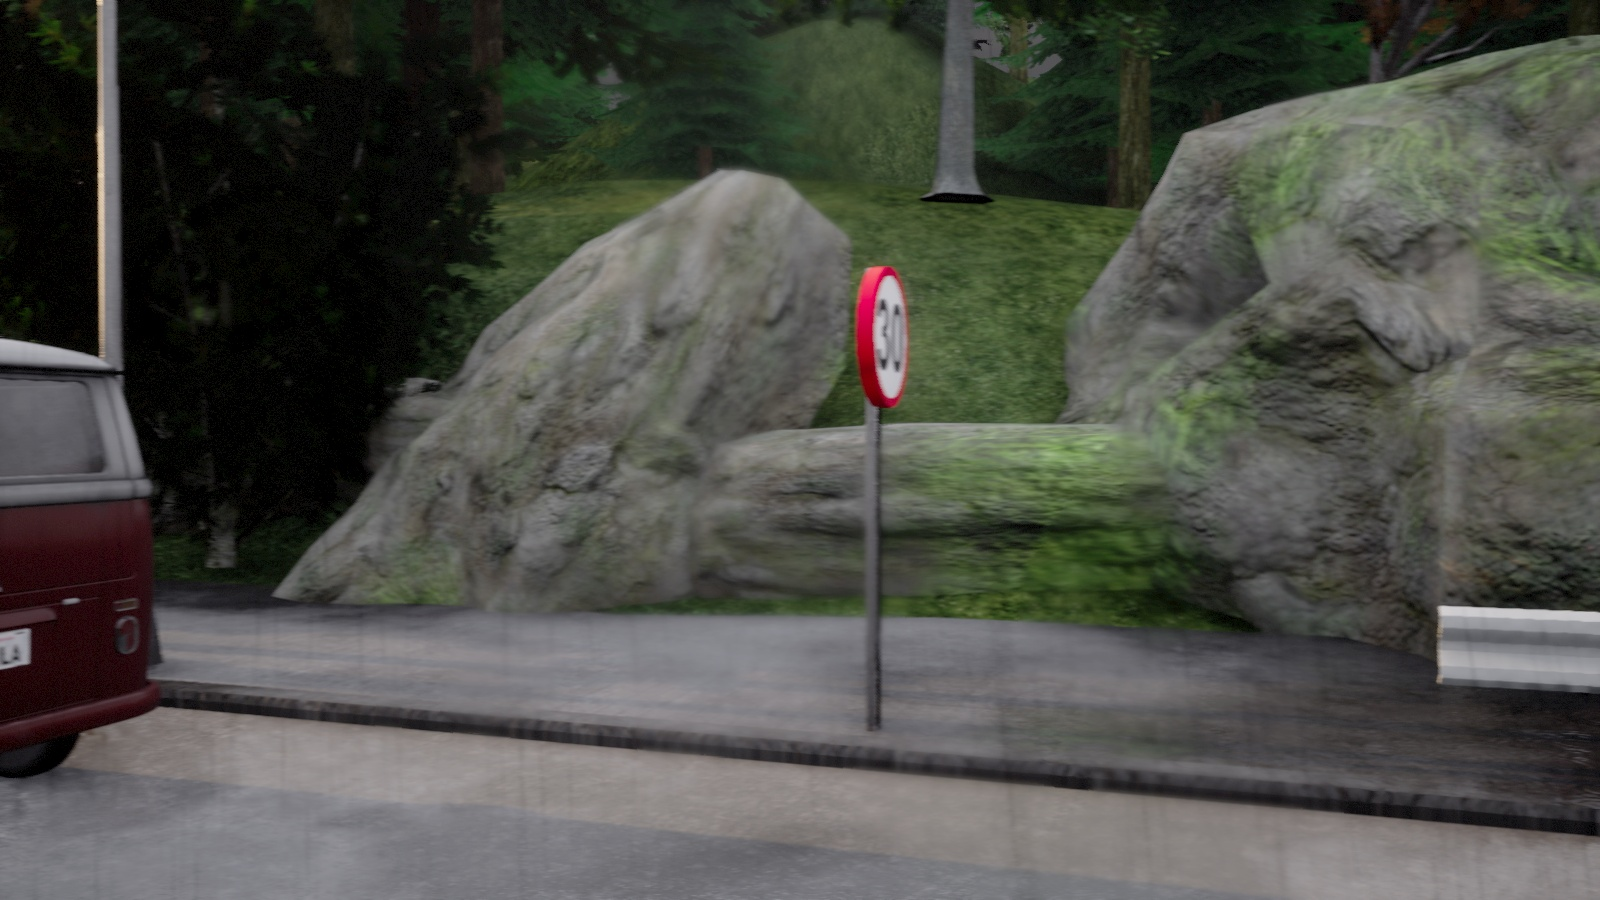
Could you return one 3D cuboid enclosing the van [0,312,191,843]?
[{"bbox_3d":[-5.086,0.451,5.428,4.442,1.987,1.775,1,1,19],"label":"van"}]
